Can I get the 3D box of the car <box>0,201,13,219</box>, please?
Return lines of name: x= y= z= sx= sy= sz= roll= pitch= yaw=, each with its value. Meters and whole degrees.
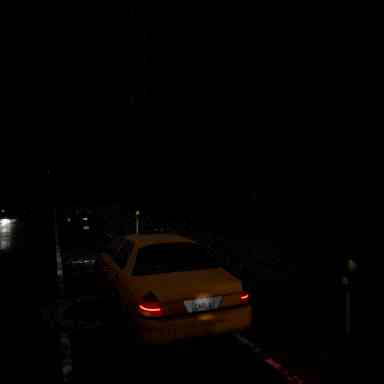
car: x=-16.895 y=1.526 z=29.029 sx=1.812 sy=1.442 sz=4.674 roll=0 pitch=0 yaw=-22

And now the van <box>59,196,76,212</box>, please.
van: x=-14.640 y=1.342 z=39.064 sx=1.690 sy=1.788 sz=3.998 roll=0 pitch=0 yaw=-23

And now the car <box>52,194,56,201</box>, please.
car: x=-31.802 y=1.469 z=79.461 sx=1.967 sy=1.590 sz=4.097 roll=0 pitch=0 yaw=-24

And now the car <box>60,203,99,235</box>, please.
car: x=-6.134 y=1.551 z=18.673 sx=2.008 sy=1.369 sz=4.403 roll=0 pitch=0 yaw=-23

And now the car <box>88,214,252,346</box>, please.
car: x=-0.841 y=1.457 z=6.743 sx=1.801 sy=1.575 sz=5.366 roll=0 pitch=0 yaw=-23

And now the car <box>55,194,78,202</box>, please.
car: x=-12.514 y=1.316 z=33.967 sx=2.192 sy=1.841 sz=5.009 roll=0 pitch=0 yaw=-23

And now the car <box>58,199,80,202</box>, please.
car: x=-10.387 y=1.567 z=28.868 sx=1.947 sy=1.339 sz=4.313 roll=0 pitch=0 yaw=-23

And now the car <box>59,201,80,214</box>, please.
car: x=-8.260 y=1.551 z=23.771 sx=2.008 sy=1.369 sz=4.403 roll=0 pitch=0 yaw=-23
